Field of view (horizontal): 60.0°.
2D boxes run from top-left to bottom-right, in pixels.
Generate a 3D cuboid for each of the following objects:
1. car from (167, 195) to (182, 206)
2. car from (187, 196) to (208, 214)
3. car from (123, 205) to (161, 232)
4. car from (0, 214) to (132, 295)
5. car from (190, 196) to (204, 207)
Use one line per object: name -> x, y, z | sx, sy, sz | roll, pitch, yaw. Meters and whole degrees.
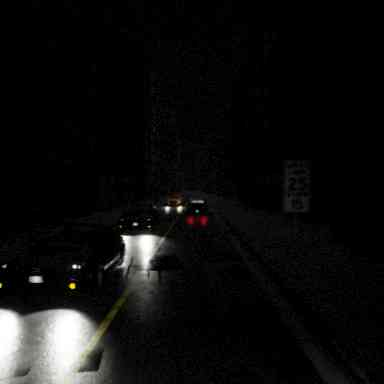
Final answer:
car -> -2.366, 1.106, 45.573 | 1.882, 1.535, 5.008 | 0, 0, 1
car -> 0.498, 1.349, 31.162 | 1.895, 1.301, 4.718 | 0, 0, 1
car -> -2.850, 1.406, 18.622 | 1.994, 1.385, 4.181 | 0, 0, 0
car -> -2.998, 1.488, 8.417 | 1.994, 1.385, 4.181 | 0, 0, 1
car -> 0.687, 1.239, 44.930 | 1.895, 1.301, 4.718 | 0, 0, 1
